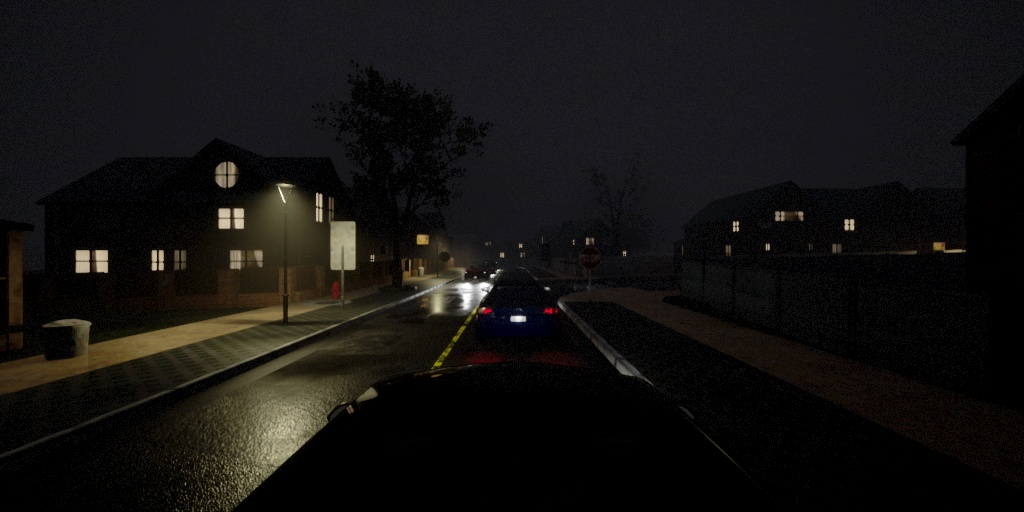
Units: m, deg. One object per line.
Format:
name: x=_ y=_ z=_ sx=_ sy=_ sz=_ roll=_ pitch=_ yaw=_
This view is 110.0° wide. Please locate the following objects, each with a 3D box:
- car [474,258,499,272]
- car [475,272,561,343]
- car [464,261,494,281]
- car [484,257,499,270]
car: x=-2.774 y=1.267 z=40.805 sx=2.033 sy=1.411 sz=5.357 roll=0 pitch=0 yaw=0
car: x=0.124 y=1.311 z=9.657 sx=1.994 sy=1.385 sz=4.181 roll=0 pitch=0 yaw=0
car: x=-2.784 y=1.331 z=29.427 sx=1.895 sy=1.301 sz=4.718 roll=0 pitch=0 yaw=0
car: x=-3.050 y=1.066 z=53.423 sx=2.097 sy=1.767 sz=4.553 roll=0 pitch=0 yaw=-4
